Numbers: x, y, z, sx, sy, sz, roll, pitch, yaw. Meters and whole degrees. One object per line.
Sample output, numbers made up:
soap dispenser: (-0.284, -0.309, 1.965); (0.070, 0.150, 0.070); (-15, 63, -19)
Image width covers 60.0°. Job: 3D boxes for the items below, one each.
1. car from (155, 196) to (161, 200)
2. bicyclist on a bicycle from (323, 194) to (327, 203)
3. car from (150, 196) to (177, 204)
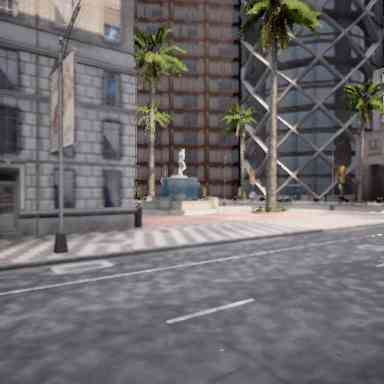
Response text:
car: (-5.643, 1.472, 58.459); (4.674, 1.442, 1.812); (0, 0, 4)
bicyclist on a bicycle: (24.424, 1.209, 60.846); (0.582, 1.620, 1.656); (0, 0, 42)
car: (-5.316, 1.448, 62.050); (4.892, 1.490, 1.837); (0, 0, 4)
